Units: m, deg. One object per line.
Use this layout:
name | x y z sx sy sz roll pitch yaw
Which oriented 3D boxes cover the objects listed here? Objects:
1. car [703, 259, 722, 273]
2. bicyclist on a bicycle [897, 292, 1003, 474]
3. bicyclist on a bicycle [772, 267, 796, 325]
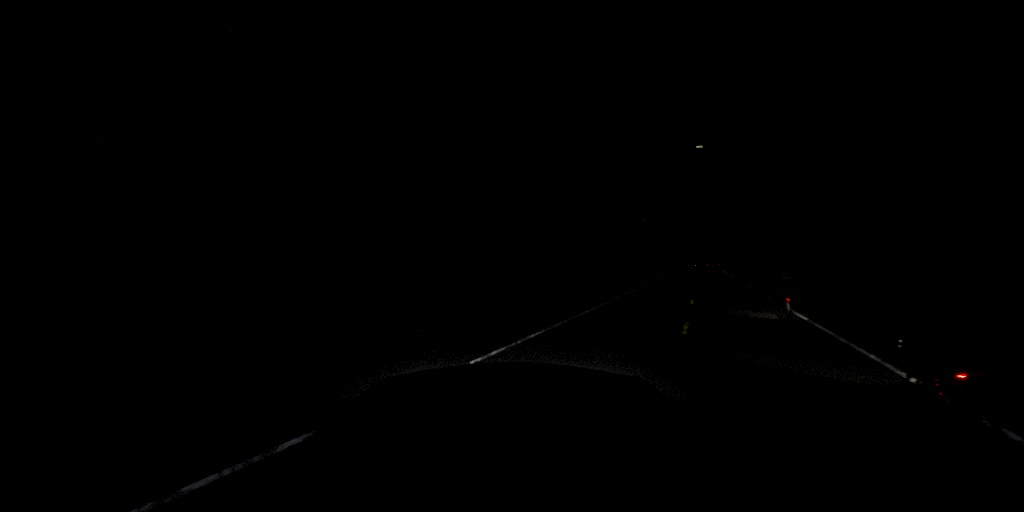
car | 29.599 1.451 52.872 2.150 2.045 5.566 0 -2 27
bicyclist on a bicycle | 4.608 1.221 3.824 0.582 1.620 1.656 0 -1 28
bicyclist on a bicycle | 8.595 1.226 11.373 0.659 1.776 1.843 0 -1 28
